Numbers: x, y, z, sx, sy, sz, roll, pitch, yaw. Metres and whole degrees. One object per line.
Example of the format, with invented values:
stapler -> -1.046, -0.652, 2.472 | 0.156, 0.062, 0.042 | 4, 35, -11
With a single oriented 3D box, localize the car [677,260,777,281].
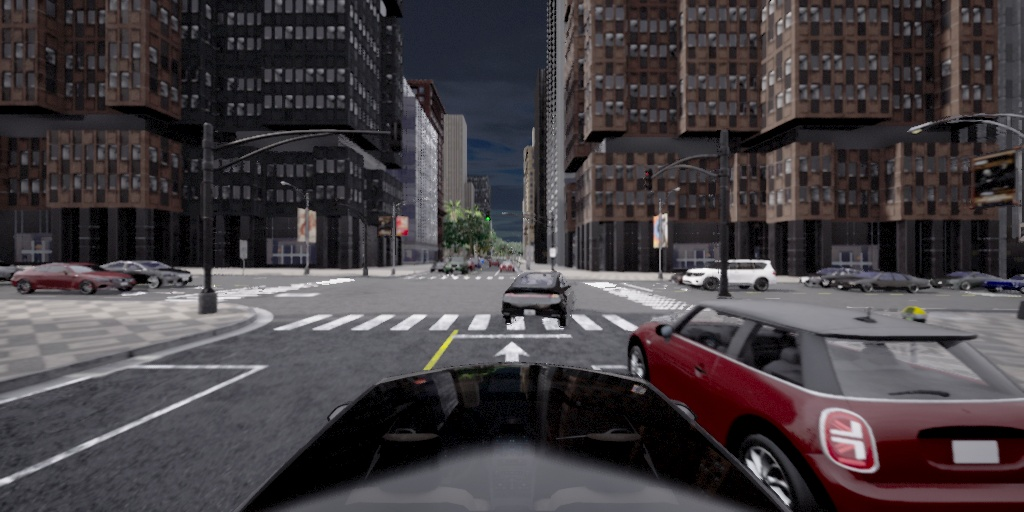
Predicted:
car -> 14.602, 1.258, 24.153 | 5.566, 2.045, 2.150 | 1, 0, 1

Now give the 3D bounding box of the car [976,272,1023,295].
car -> 35.166, 1.936, 24.276 | 4.718, 1.301, 1.895 | 1, 0, 0

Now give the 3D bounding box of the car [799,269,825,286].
car -> 24.810, 1.680, 27.478 | 4.902, 1.511, 2.128 | 1, 0, -1

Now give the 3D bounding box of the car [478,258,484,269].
car -> -6.484, 1.293, 62.057 | 2.097, 1.767, 4.553 | 0, 0, 0

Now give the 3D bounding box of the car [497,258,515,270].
car -> -0.596, 1.303, 45.467 | 1.967, 1.591, 4.097 | 0, 0, 0

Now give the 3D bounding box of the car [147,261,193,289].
car -> -21.117, 1.018, 20.537 | 4.902, 1.511, 2.128 | 1, 0, 1

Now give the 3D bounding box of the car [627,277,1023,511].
car -> 2.763, 1.195, 4.075 | 1.967, 1.591, 4.097 | 0, 0, 0

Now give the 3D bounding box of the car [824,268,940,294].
car -> 24.842, 1.732, 24.227 | 5.357, 1.411, 2.033 | 1, 0, 0

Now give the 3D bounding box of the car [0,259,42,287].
car -> -30.506, 0.900, 20.473 | 4.892, 1.490, 1.837 | 1, 0, 0

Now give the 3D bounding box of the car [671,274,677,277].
car -> 15.011, 1.594, 27.415 | 5.357, 1.411, 2.033 | 1, 0, 1

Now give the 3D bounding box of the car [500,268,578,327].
car -> 1.032, 1.267, 11.769 | 2.128, 1.511, 4.902 | 0, 0, 14

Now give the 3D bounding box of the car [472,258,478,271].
car -> -6.484, 1.373, 52.298 | 1.882, 1.535, 5.008 | 0, 0, 0

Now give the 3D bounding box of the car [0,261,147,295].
car -> -21.016, 1.050, 17.276 | 4.674, 1.442, 1.812 | 1, 0, 0

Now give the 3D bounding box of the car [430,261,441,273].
car -> -9.121, 1.429, 45.417 | 1.948, 1.339, 4.313 | 0, 0, 0

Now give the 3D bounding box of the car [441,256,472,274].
car -> -6.435, 1.071, 42.308 | 2.150, 2.045, 5.566 | 0, 0, 0

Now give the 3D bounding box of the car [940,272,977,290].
car -> 34.832, 1.898, 27.525 | 4.181, 1.385, 1.994 | 1, 0, 0
